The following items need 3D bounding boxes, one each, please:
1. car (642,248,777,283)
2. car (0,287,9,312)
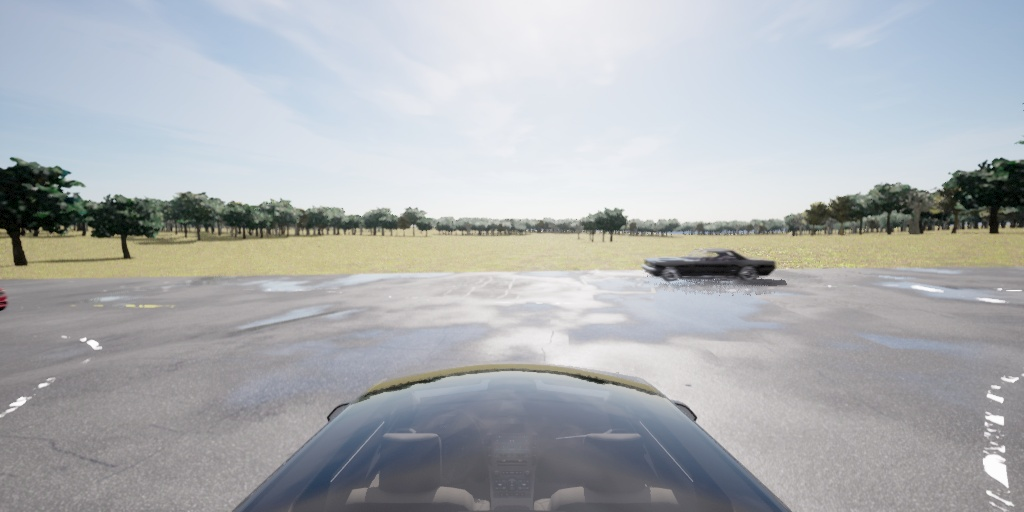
[{"bbox_3d":[8.032,0.349,15.065,4.718,1.301,1.895,-1,5,8],"label":"car"},{"bbox_3d":[-20.163,1.360,12.207,5.008,1.535,1.882,-1,5,9],"label":"car"}]
